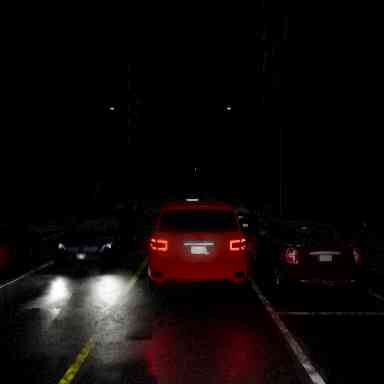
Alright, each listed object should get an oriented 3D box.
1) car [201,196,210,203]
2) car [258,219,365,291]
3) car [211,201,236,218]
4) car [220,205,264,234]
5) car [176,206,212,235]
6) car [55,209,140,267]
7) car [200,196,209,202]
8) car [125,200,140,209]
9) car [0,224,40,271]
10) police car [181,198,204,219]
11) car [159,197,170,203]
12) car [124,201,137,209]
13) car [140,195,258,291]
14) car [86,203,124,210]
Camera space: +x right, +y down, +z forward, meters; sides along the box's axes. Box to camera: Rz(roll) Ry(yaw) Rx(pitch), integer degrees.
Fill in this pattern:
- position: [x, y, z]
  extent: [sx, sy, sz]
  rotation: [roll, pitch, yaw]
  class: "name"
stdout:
- position: [2.936, 1.580, 73.723]
  extent: [1.752, 1.417, 4.829]
  rotation: [0, 0, 0]
  class: "car"
- position: [2.858, 1.440, 9.048]
  extent: [1.967, 1.590, 4.097]
  rotation: [0, 0, 0]
  class: "car"
- position: [2.870, 1.569, 31.054]
  extent: [1.947, 1.339, 4.313]
  rotation: [0, 0, 0]
  class: "car"
- position: [2.864, 1.552, 20.051]
  extent: [2.008, 1.369, 4.403]
  rotation: [0, 0, 0]
  class: "car"
- position: [0.109, 1.602, 19.903]
  extent: [1.895, 1.301, 4.718]
  rotation: [0, 0, 0]
  class: "car"
- position: [-3.093, 1.526, 11.615]
  extent: [1.812, 1.442, 4.674]
  rotation: [0, 0, 0]
  class: "car"
- position: [2.948, 1.617, 78.961]
  extent: [2.008, 1.369, 4.403]
  rotation: [0, 0, 0]
  class: "car"
- position: [-5.656, 1.443, 31.058]
  extent: [1.967, 1.590, 4.097]
  rotation: [0, 0, 0]
  class: "car"
- position: [-5.667, 1.582, 9.053]
  extent: [1.802, 1.307, 4.206]
  rotation: [0, 0, 0]
  class: "car"
- position: [0.015, 1.428, 30.166]
  extent: [1.930, 1.638, 5.238]
  rotation: [0, 0, 0]
  class: "police car"
- position: [-5.602, 1.626, 68.161]
  extent: [1.802, 1.307, 4.206]
  rotation: [0, 0, 0]
  class: "car"
- position: [-5.659, 1.584, 25.557]
  extent: [1.802, 1.307, 4.206]
  rotation: [0, 0, 0]
  class: "car"
- position: [0.108, 1.221, 9.133]
  extent: [2.150, 2.045, 5.566]
  rotation: [0, 0, -1]
  class: "car"
- position: [-5.661, 1.567, 20.056]
  extent: [1.947, 1.339, 4.313]
  rotation: [0, 0, 0]
  class: "car"
